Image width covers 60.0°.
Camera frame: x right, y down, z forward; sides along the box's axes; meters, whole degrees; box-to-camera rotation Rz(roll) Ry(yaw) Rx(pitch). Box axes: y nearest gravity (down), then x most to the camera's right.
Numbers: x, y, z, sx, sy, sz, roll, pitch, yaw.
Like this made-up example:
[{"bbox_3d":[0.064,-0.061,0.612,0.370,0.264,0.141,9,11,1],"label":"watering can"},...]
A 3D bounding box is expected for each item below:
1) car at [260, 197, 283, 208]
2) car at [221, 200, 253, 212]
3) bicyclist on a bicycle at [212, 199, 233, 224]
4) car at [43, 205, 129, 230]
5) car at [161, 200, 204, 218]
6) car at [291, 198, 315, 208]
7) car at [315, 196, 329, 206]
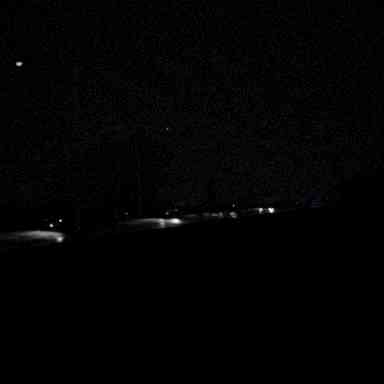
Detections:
[{"bbox_3d":[10.887,1.467,45.458,1.812,1.442,4.674,-1,-1,36],"label":"car"},{"bbox_3d":[5.063,1.524,37.263,1.895,1.301,4.718,-1,-1,35],"label":"car"},{"bbox_3d":[2.040,1.328,22.611,1.656,1.620,0.582,0,0,35],"label":"bicyclist on a bicycle"},{"bbox_3d":[-6.429,1.506,20.931,2.033,1.411,5.357,-1,-1,34],"label":"car"},{"bbox_3d":[-0.700,1.463,29.108,1.812,1.442,4.674,-1,-1,35],"label":"car"},{"bbox_3d":[15.441,1.474,46.872,1.994,1.385,4.181,-1,-1,34],"label":"car"},{"bbox_3d":[21.508,1.456,55.502,1.882,1.535,5.008,-1,-1,35],"label":"car"}]
